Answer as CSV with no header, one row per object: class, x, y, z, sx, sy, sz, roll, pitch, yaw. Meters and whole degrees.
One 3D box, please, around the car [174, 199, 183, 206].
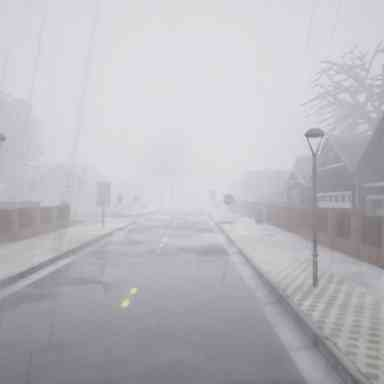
car,-2.977,2.356,74.465,2.033,1.411,5.357,0,-1,-2
